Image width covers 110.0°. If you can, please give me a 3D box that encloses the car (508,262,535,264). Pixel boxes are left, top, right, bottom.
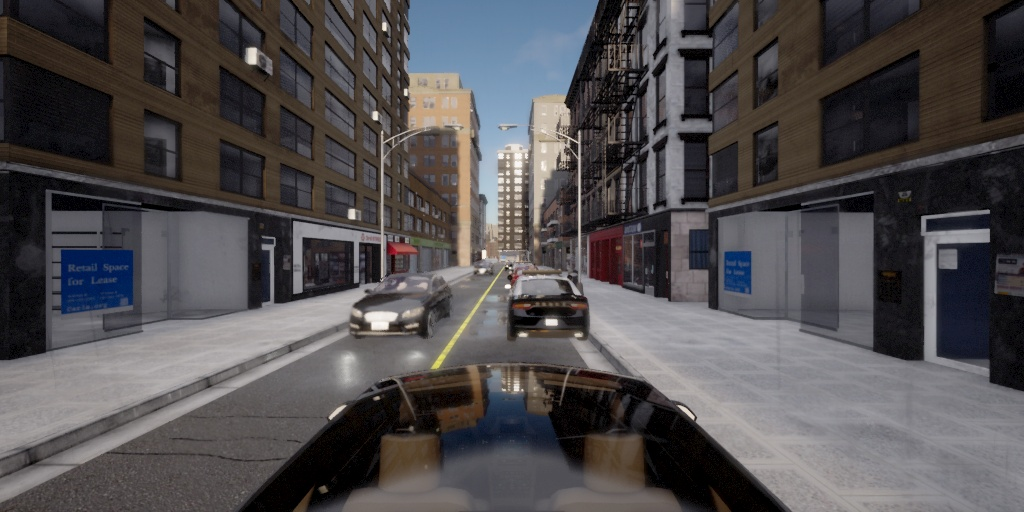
[{"bbox_3d":[0.814,1.272,19.915,1.812,1.442,4.674,0,0,0],"label":"car"}]

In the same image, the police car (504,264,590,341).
[{"bbox_3d":[0.821,1.174,10.025,1.930,1.638,5.238,0,0,0],"label":"police car"}]

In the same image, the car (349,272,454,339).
[{"bbox_3d":[-2.855,1.240,10.197,2.128,1.511,4.902,0,0,0],"label":"car"}]

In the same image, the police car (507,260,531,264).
[{"bbox_3d":[0.810,1.169,26.025,1.930,1.638,5.238,0,0,0],"label":"police car"}]

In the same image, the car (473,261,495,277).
[{"bbox_3d":[-2.772,1.233,35.771,2.128,1.511,4.902,0,0,0],"label":"car"}]

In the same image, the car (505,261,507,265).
[{"bbox_3d":[0.013,1.341,47.855,1.895,1.301,4.718,0,0,1],"label":"car"}]
